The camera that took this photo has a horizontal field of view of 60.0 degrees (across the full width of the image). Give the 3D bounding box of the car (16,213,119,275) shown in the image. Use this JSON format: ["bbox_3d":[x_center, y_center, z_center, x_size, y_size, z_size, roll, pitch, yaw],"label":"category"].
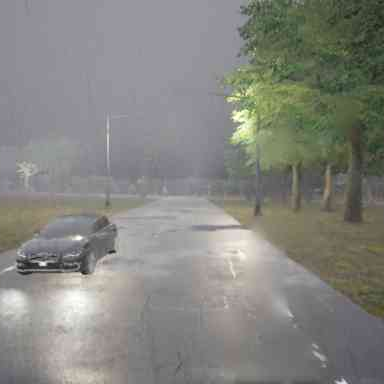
[{"bbox_3d":[-3.601,1.466,10.452,1.837,1.490,4.892,0,0,0],"label":"car"}]
